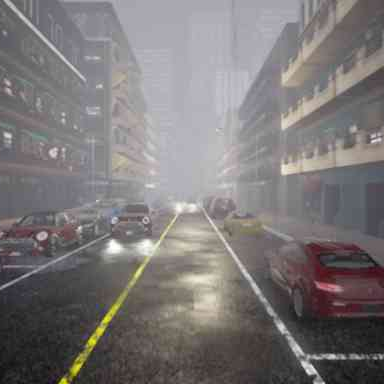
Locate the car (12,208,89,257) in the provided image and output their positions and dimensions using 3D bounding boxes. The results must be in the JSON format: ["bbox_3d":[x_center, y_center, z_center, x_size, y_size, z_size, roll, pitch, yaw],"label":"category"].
[{"bbox_3d":[-5.667,1.471,12.677,1.967,1.590,4.097,-1,0,0],"label":"car"}]

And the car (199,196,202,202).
[{"bbox_3d":[2.682,1.442,51.862,2.192,1.841,5.009,-1,0,0],"label":"car"}]

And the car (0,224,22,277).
[{"bbox_3d":[-5.666,1.599,7.075,1.802,1.307,4.206,-1,0,0],"label":"car"}]

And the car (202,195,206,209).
[{"bbox_3d":[2.681,1.414,40.658,2.192,1.841,5.009,-1,0,0],"label":"car"}]

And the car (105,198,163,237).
[{"bbox_3d":[-3.044,1.396,18.382,2.097,1.767,4.553,0,0,0],"label":"car"}]

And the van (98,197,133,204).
[{"bbox_3d":[-5.667,1.399,23.881,1.690,1.788,3.998,-1,0,0],"label":"van"}]

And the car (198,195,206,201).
[{"bbox_3d":[2.686,1.666,91.076,1.967,1.590,4.097,-1,0,0],"label":"car"}]

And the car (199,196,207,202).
[{"bbox_3d":[2.687,1.723,80.042,1.752,1.417,4.829,-1,0,0],"label":"car"}]

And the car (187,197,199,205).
[{"bbox_3d":[0.006,1.703,63.323,2.033,1.411,5.357,0,0,0],"label":"car"}]

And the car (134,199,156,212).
[{"bbox_3d":[-5.703,1.649,40.687,2.008,1.369,4.403,-1,0,0],"label":"car"}]

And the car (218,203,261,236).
[{"bbox_3d":[2.682,1.570,18.419,1.752,1.417,4.829,-1,0,0],"label":"car"}]

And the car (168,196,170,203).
[{"bbox_3d":[-5.694,1.737,63.095,1.802,1.307,4.206,-1,0,0],"label":"car"}]

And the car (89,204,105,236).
[{"bbox_3d":[-5.665,1.595,18.278,2.008,1.369,4.403,-1,0,0],"label":"car"}]

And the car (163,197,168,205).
[{"bbox_3d":[-5.695,1.722,57.493,1.802,1.307,4.206,-1,0,0],"label":"car"}]

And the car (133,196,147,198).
[{"bbox_3d":[-5.690,1.400,35.085,2.192,1.841,5.009,-1,0,0],"label":"car"}]

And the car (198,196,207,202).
[{"bbox_3d":[2.688,1.777,85.473,1.947,1.339,4.313,-1,0,0],"label":"car"}]

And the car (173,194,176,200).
[{"bbox_3d":[-5.692,1.762,85.503,2.008,1.369,4.403,-1,0,0],"label":"car"}]

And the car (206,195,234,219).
[{"bbox_3d":[2.680,1.387,29.454,2.192,1.841,5.009,-1,0,0],"label":"car"}]

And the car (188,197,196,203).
[{"bbox_3d":[0.007,1.678,73.720,1.895,1.301,4.718,0,0,0],"label":"car"}]

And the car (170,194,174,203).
[{"bbox_3d":[-5.693,1.734,74.299,2.008,1.369,4.403,-1,0,0],"label":"car"}]

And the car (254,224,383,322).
[{"bbox_3d":[2.682,1.599,7.045,1.802,1.307,4.206,-1,0,0],"label":"car"}]
